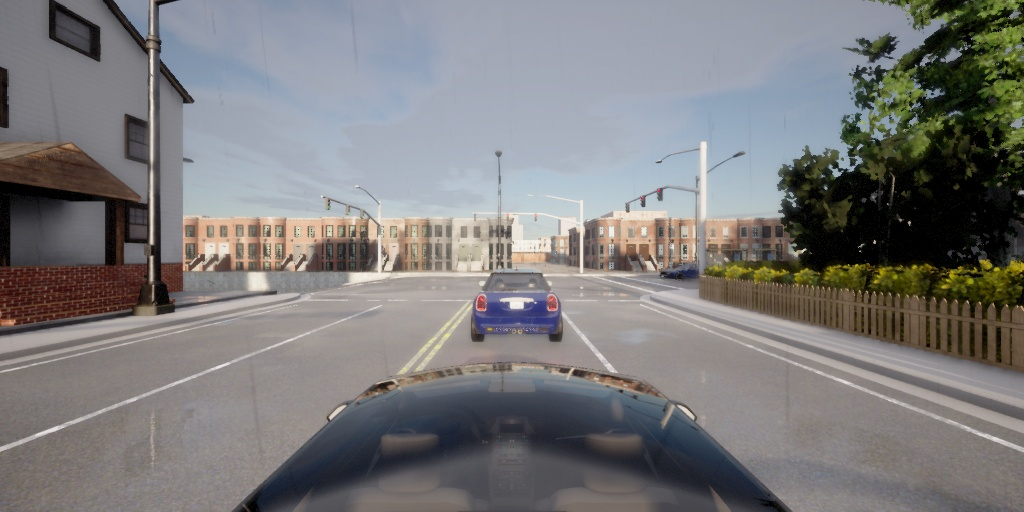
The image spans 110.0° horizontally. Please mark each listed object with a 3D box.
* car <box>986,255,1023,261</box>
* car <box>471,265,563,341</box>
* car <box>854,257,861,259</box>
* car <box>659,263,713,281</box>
[{"bbox_3d":[41.248,0.963,29.748,5.566,2.045,2.150,-1,0,-1],"label":"car"},{"bbox_3d":[0.108,1.102,9.994,2.097,1.767,4.553,0,0,0],"label":"car"},{"bbox_3d":[27.435,0.972,29.736,5.566,2.045,2.150,0,0,0],"label":"car"},{"bbox_3d":[15.138,1.298,29.701,5.357,1.411,2.033,0,0,0],"label":"car"}]
